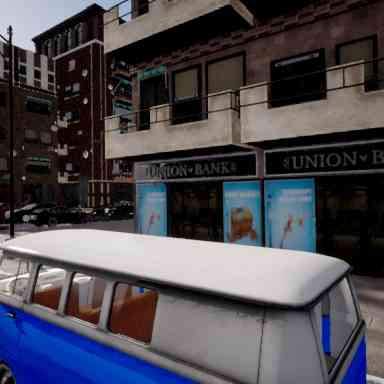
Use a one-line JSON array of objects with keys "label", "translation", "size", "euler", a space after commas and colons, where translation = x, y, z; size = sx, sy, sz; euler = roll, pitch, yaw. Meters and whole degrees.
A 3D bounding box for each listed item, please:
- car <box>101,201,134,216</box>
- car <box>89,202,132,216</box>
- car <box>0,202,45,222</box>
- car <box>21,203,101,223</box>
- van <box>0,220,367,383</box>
[{"label": "car", "translation": [-6.919, 1.675, 34.563], "size": [2.128, 1.511, 4.902], "euler": [-1, -1, 36]}, {"label": "car", "translation": [-8.799, 1.799, 36.389], "size": [1.947, 1.339, 4.313], "euler": [-2, -1, 36]}, {"label": "car", "translation": [-12.462, 1.636, 26.961], "size": [1.837, 1.490, 4.892], "euler": [-1, -1, 36]}, {"label": "car", "translation": [-8.668, 1.584, 22.338], "size": [1.947, 1.339, 4.313], "euler": [-2, -1, 36]}, {"label": "van", "translation": [-0.491, 1.342, 3.200], "size": [3.998, 1.788, 1.690], "euler": [0, -1, 35]}]
